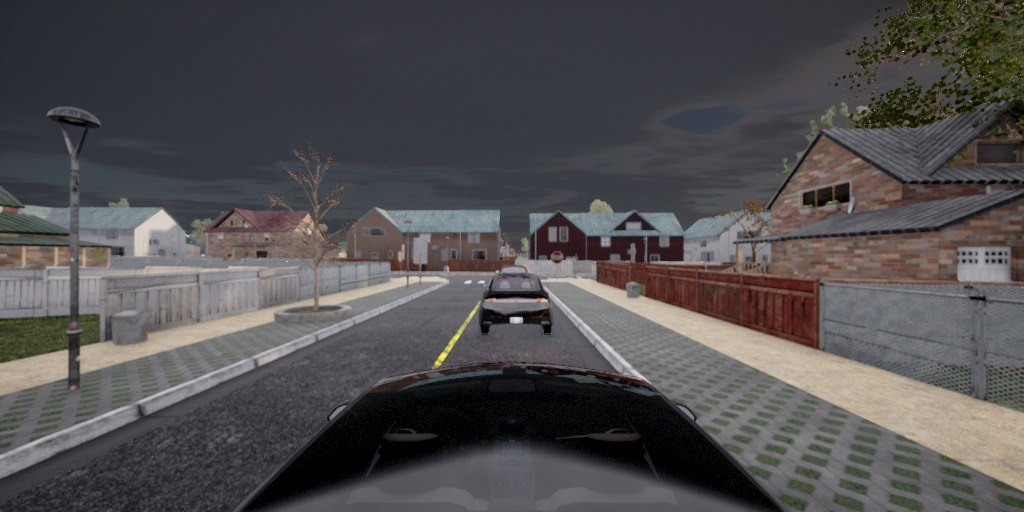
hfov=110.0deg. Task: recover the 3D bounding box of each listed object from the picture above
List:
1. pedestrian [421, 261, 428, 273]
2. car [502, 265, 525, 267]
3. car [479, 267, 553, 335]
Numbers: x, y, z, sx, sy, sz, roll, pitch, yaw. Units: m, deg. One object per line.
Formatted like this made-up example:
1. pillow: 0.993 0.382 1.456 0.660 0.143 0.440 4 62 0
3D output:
1. pedestrian: -9.369 0.836 38.119 0.375 1.860 0.375 0 -1 1
2. car: 0.092 1.244 20.590 1.882 1.535 5.008 0 0 0
3. car: 0.097 1.250 10.611 2.128 1.511 4.902 0 0 0
